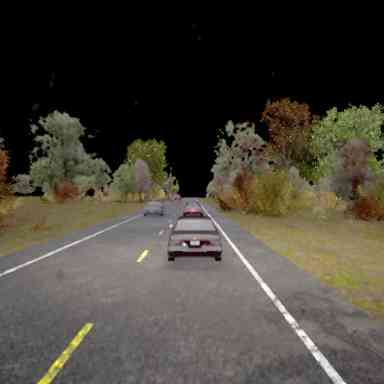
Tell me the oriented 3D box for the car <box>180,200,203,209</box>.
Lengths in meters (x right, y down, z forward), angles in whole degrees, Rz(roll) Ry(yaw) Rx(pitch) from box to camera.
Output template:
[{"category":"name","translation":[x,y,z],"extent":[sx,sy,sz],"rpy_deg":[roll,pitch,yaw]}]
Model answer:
[{"category":"car","translation":[0.095,1.690,33.479],"extent":[1.994,1.385,4.181],"rpy_deg":[0,0,0]}]

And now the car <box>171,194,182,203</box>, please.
[{"category":"car","translation":[-3.506,1.456,74.362],"extent":[2.150,2.045,5.566],"rpy_deg":[0,0,0]}]

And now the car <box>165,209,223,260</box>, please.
[{"category":"car","translation":[0.093,1.590,12.489],"extent":[2.033,1.411,5.357],"rpy_deg":[0,0,0]}]

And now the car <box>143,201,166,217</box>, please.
[{"category":"car","translation":[-3.599,1.627,32.637],"extent":[1.837,1.490,4.892],"rpy_deg":[0,0,0]}]
